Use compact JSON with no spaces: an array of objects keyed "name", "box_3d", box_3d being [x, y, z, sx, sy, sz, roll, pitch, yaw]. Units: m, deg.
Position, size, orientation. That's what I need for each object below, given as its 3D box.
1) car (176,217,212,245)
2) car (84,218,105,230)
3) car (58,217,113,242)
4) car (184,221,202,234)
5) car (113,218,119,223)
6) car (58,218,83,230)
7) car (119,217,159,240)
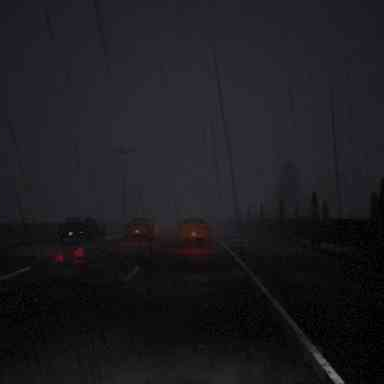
[{"name":"car","box_3d":[0.092,2.188,19.300,1.882,1.535,5.008,0,-5,0]},{"name":"car","box_3d":[-17.536,5.741,60.286,2.150,2.045,5.566,0,-5,1]},{"name":"car","box_3d":[-6.905,2.369,21.369,2.128,1.511,4.902,0,-5,0]},{"name":"car","box_3d":[0.071,3.979,37.487,1.895,1.301,4.718,0,-5,0]},{"name":"car","box_3d":[-14.059,5.529,58.082,2.150,2.045,5.566,0,-5,1]},{"name":"car","box_3d":[-21.049,5.518,57.937,2.150,2.045,5.566,0,-5,1]},{"name":"car","box_3d":[-3.406,2.502,23.044,1.882,1.535,5.008,0,-5,0]}]
